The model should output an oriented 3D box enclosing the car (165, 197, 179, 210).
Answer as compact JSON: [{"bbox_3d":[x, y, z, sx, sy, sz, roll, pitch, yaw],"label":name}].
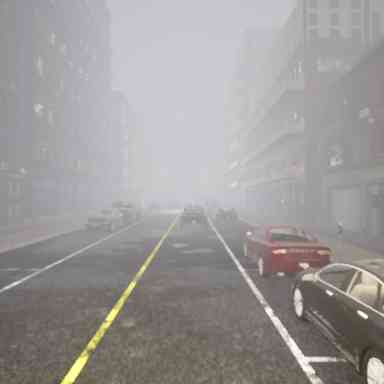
[{"bbox_3d":[-3.031,2.003,53.448,1.882,1.535,5.008,0,-1,0],"label":"car"}]

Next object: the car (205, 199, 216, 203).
[{"bbox_3d":[2.715,1.910,38.807,1.752,1.417,4.829,1,-1,0],"label":"car"}]

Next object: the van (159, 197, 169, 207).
[{"bbox_3d":[-5.633,1.996,67.067,1.690,1.788,3.998,1,-1,0],"label":"van"}]

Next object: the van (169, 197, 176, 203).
[{"bbox_3d":[-5.615,2.263,95.420,1.690,1.788,3.998,1,-1,0],"label":"van"}]

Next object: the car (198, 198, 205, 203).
[{"bbox_3d":[2.729,2.448,95.510,1.752,1.417,4.829,1,-1,0],"label":"car"}]

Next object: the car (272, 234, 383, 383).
[{"bbox_3d":[2.704,1.599,4.616,2.008,1.369,4.403,1,-1,0],"label":"car"}]

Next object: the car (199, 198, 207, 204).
[{"bbox_3d":[2.723,2.255,84.000,1.967,1.590,4.097,1,-1,0],"label":"car"}]

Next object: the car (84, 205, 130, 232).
[{"bbox_3d":[-5.665,1.769,21.699,2.008,1.369,4.403,1,-1,0],"label":"car"}]

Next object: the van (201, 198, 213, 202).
[{"bbox_3d":[2.703,1.834,49.980,1.690,1.788,3.998,1,-1,0],"label":"van"}]

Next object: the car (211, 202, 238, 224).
[{"bbox_3d":[2.718,1.818,27.297,1.887,1.381,4.507,1,-1,0],"label":"car"}]

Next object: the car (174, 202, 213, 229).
[{"bbox_3d":[0.115,1.726,23.385,2.128,1.511,4.902,0,-1,0],"label":"car"}]

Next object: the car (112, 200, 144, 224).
[{"bbox_3d":[-5.658,1.588,27.371,2.192,1.841,5.009,1,-1,0],"label":"car"}]

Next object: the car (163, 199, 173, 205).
[{"bbox_3d":[-5.629,2.307,78.406,1.887,1.381,4.507,1,-1,0],"label":"car"}]

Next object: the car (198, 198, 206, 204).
[{"bbox_3d":[2.724,2.434,89.669,1.947,1.339,4.313,1,-1,0],"label":"car"}]

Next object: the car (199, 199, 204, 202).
[{"bbox_3d":[0.125,1.973,41.370,1.994,1.385,4.181,0,-1,0],"label":"car"}]

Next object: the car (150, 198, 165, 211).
[{"bbox_3d":[-5.645,1.933,50.054,1.967,1.590,4.097,1,-1,0],"label":"car"}]

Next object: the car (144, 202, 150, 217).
[{"bbox_3d":[-5.658,1.910,33.040,1.802,1.307,4.206,1,-1,0],"label":"car"}]

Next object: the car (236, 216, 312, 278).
[{"bbox_3d":[2.708,1.650,10.286,1.887,1.381,4.507,1,-1,0],"label":"car"}]
